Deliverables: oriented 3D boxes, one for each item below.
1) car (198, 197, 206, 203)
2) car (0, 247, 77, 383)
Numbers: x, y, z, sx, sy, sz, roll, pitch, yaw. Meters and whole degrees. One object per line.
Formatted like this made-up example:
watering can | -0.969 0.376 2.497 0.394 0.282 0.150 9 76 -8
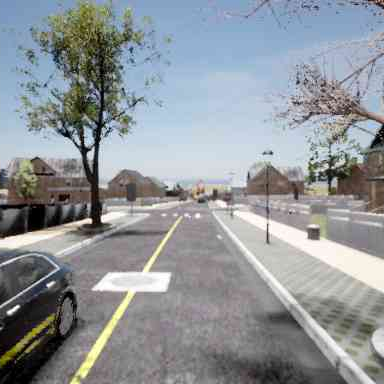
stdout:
car | 2.586 2.107 88.813 2.097 1.767 4.553 0 -1 3
car | -2.835 1.514 3.735 1.837 1.490 4.892 0 0 0
